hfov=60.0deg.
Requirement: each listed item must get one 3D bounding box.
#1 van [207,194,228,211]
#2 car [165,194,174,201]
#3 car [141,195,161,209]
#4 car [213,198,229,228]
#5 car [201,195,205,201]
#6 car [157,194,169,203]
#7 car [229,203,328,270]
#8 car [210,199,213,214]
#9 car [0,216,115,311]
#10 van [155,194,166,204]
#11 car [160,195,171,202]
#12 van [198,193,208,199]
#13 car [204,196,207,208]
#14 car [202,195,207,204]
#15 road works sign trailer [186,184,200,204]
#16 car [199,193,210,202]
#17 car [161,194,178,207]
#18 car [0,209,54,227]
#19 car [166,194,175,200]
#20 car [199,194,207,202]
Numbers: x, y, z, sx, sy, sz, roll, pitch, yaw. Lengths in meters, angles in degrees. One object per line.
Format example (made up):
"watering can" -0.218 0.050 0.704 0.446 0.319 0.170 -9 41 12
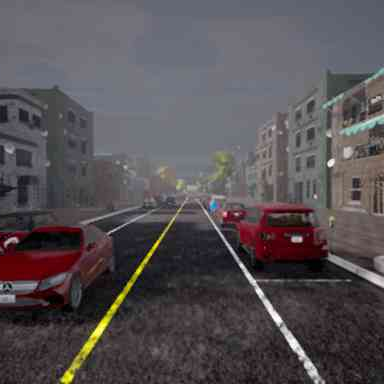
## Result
"van" 2.689 1.277 33.082 1.690 1.788 3.998 -1 0 0
"car" -5.685 1.276 83.016 1.967 1.590 4.097 -1 0 0
"car" -5.688 1.465 44.178 2.008 1.369 4.403 -1 0 0
"car" 2.689 1.398 21.985 1.967 1.590 4.097 -1 0 0
"car" 2.693 1.485 49.728 1.802 1.307 4.206 -1 0 0
"car" -5.687 1.310 66.371 1.967 1.590 4.097 -1 0 0
"car" 2.686 1.294 10.888 2.192 1.841 5.009 -1 0 0
"car" 2.691 1.528 27.534 1.802 1.307 4.206 -1 0 0
"car" -3.086 1.511 7.851 1.812 1.442 4.674 0 0 0
"van" -5.689 1.222 60.823 1.690 1.788 3.998 -1 0 0
"car" -5.685 1.403 71.920 1.887 1.381 4.507 -1 0 0
"van" 2.693 1.210 66.372 1.690 1.788 3.998 -1 0 0
"car" 2.692 1.469 38.631 1.887 1.381 4.507 -1 0 0
"car" 2.692 1.496 44.179 1.802 1.307 4.206 -1 0 0
"road works sign trailer" 0.018 0.341 62.651 2.380 3.560 2.880 0 0 0
"car" 2.693 1.173 71.921 2.192 1.841 5.009 -1 0 0
"car" -3.065 1.413 47.904 1.837 1.490 4.892 0 0 0
"car" -5.693 1.420 10.887 1.967 1.590 4.097 -1 0 0
"car" -5.683 1.369 88.565 1.887 1.381 4.507 -1 0 0
"car" 2.694 1.462 60.824 1.802 1.307 4.206 -1 0 0
